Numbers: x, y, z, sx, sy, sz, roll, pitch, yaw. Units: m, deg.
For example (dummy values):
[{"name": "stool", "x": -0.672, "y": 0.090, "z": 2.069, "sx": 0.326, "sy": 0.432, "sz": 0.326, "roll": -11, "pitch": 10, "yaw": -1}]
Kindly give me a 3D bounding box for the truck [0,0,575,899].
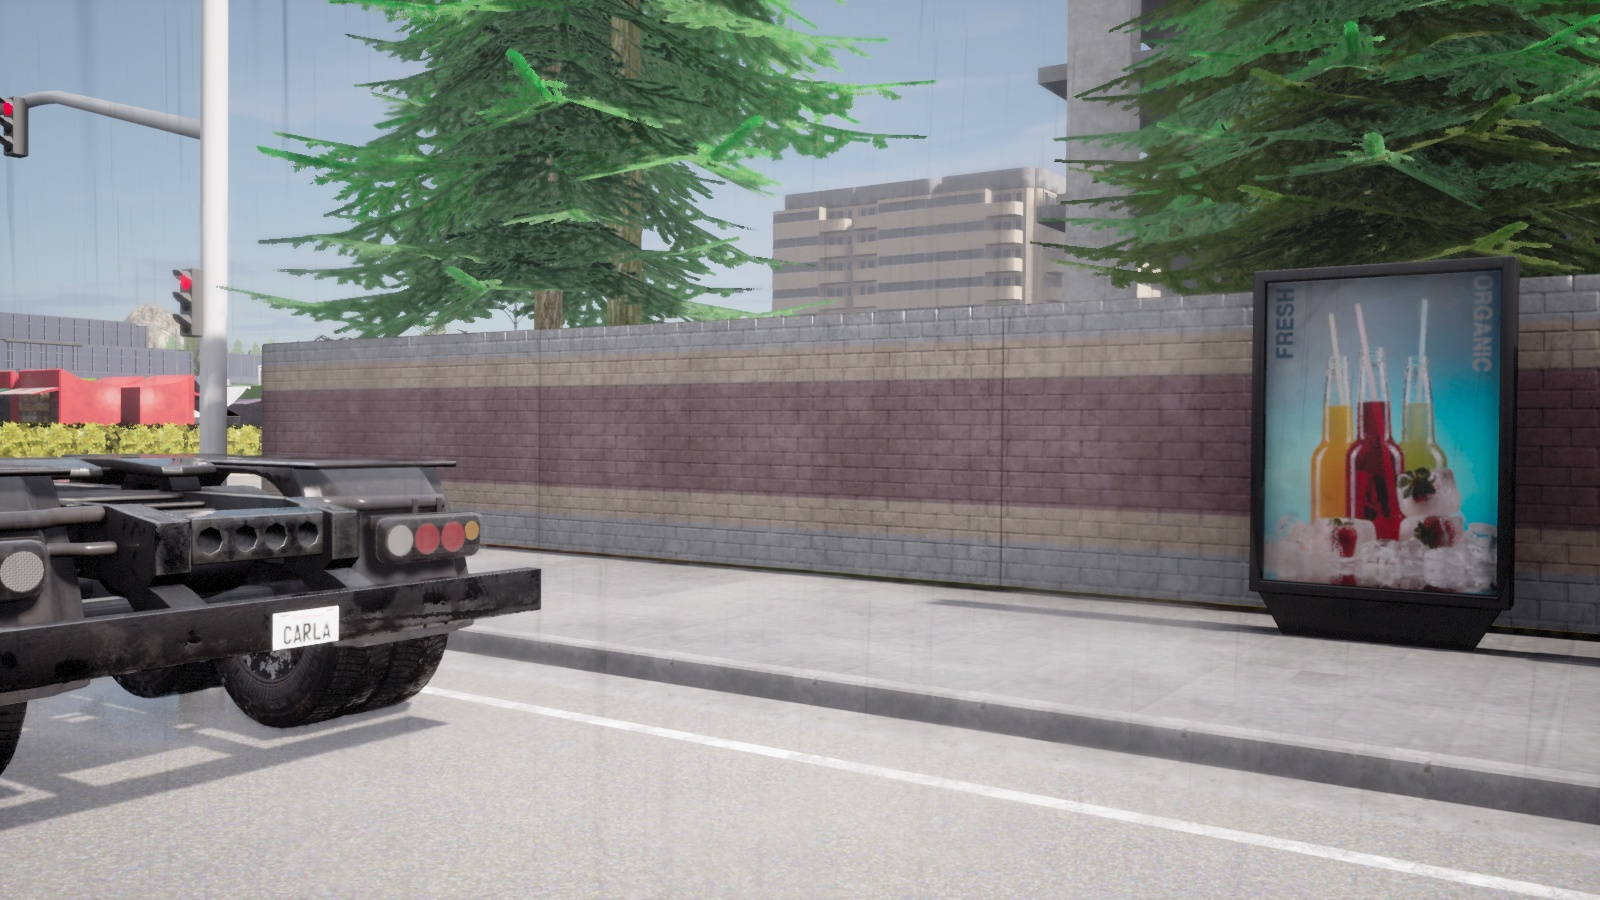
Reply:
[{"name": "truck", "x": -5.216, "y": -0.300, "z": 7.067, "sx": 7.936, "sy": 3.462, "sz": 2.891, "roll": 0, "pitch": 1, "yaw": 34}]
